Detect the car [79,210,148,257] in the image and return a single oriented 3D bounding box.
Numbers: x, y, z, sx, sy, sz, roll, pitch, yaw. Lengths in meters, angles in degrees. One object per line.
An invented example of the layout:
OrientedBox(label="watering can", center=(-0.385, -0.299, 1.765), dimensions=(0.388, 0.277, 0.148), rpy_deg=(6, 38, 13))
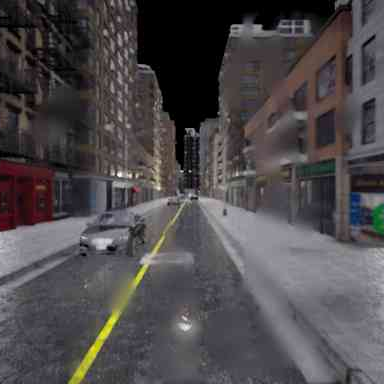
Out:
OrientedBox(label="car", center=(-2.884, 1.495, 13.014), dimensions=(2.128, 1.511, 4.902), rpy_deg=(0, 0, 0))

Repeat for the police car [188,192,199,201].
OrientedBox(label="police car", center=(0.598, 1.386, 82.502), dimensions=(1.930, 1.638, 5.238), rpy_deg=(0, 0, 0))

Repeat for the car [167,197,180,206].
OrientedBox(label="car", center=(-2.964, 1.558, 54.311), dimensions=(1.994, 1.385, 4.181), rpy_deg=(0, 0, 0))
